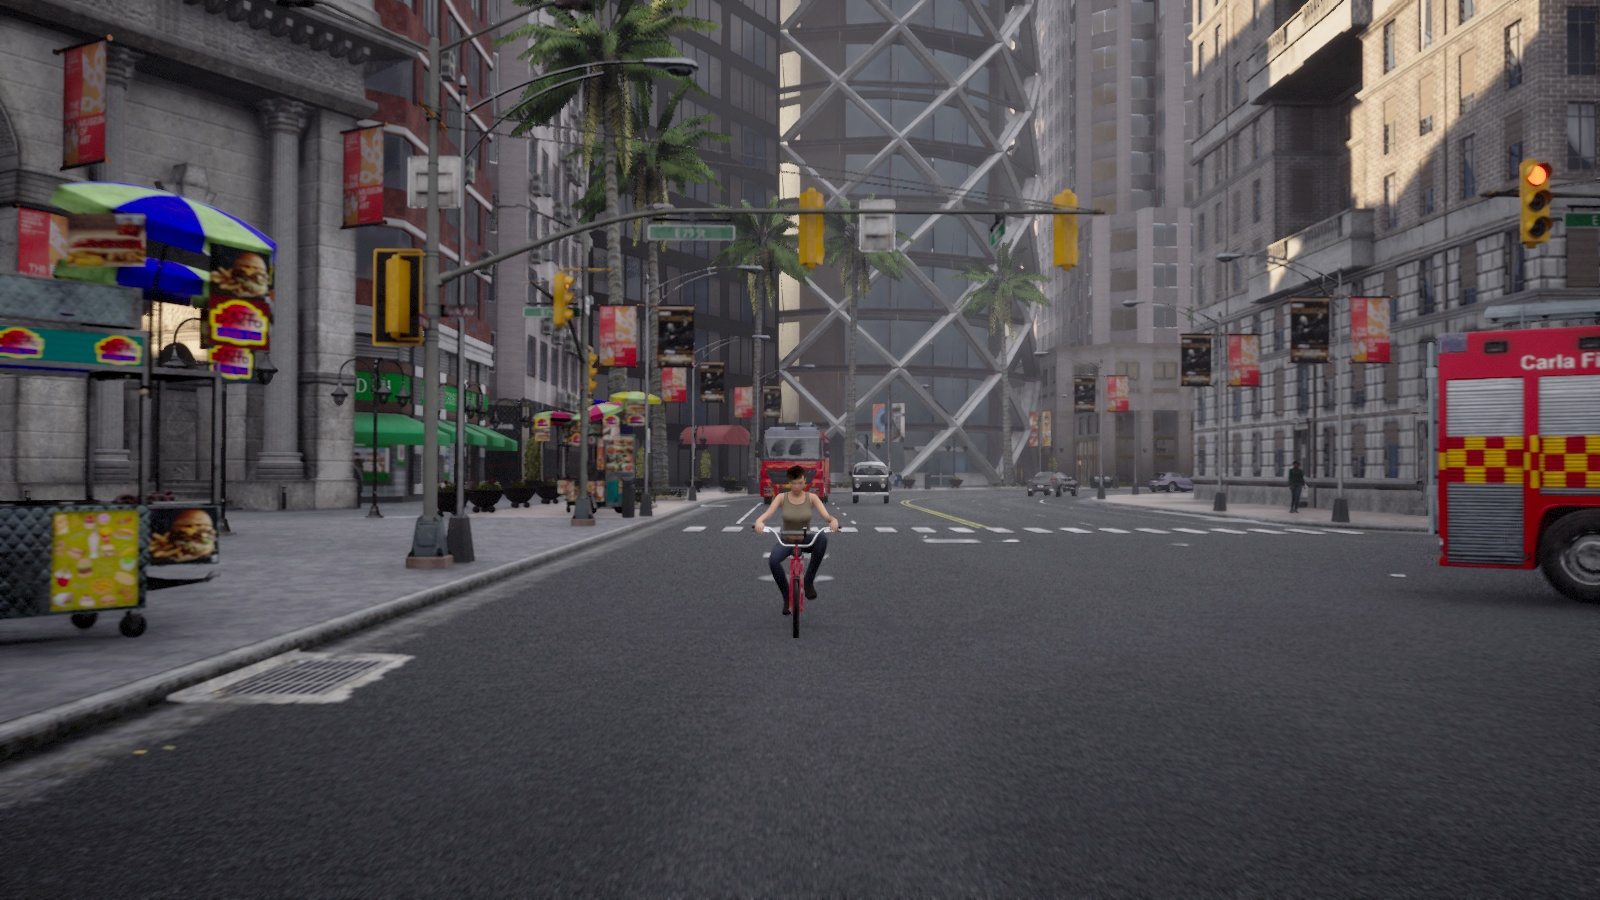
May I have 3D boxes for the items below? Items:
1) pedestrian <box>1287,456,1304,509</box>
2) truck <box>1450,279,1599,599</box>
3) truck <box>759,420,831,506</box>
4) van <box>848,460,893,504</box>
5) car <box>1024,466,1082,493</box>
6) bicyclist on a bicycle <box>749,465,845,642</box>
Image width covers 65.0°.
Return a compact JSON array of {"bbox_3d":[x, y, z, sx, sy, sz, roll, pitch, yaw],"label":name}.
[{"bbox_3d":[17.289,1.136,43.823,0.353,1.847,0.614,0,-1,6],"label":"pedestrian"},{"bbox_3d":[12.566,-0.155,14.684,8.468,3.827,2.891,-1,-1,35],"label":"truck"},{"bbox_3d":[-0.123,0.658,60.157,2.891,3.827,8.468,0,-1,4],"label":"truck"},{"bbox_3d":[3.451,1.550,61.293,2.069,2.038,4.480,0,-1,4],"label":"van"},{"bbox_3d":[16.257,1.876,80.494,2.152,1.651,5.027,-1,-1,29],"label":"car"},{"bbox_3d":[-0.025,0.956,12.205,0.866,1.612,1.509,0,-1,0],"label":"bicyclist on a bicycle"}]
